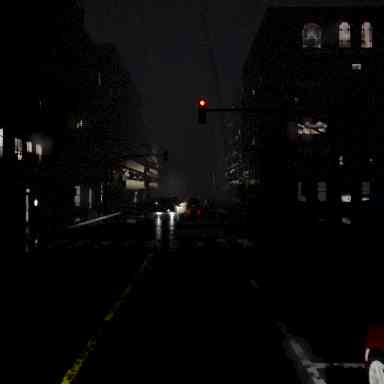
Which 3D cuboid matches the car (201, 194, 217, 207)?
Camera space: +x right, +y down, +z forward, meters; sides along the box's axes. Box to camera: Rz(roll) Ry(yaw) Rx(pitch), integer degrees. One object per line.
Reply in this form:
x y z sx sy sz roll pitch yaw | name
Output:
2.793 1.452 50.804 1.967 1.590 4.097 -1 0 0 | car

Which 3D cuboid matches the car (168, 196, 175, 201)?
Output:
-5.501 1.629 89.522 1.802 1.307 4.206 -1 0 0 | car

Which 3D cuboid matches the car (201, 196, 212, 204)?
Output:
2.830 1.575 67.387 2.008 1.369 4.403 -1 0 0 | car

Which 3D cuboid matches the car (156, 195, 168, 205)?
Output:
-5.564 1.460 61.883 1.967 1.590 4.097 -1 0 0 | car

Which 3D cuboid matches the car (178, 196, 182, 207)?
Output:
-2.958 1.539 53.230 1.812 1.442 4.674 0 0 -1 | car

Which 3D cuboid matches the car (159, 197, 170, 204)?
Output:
-5.551 1.606 67.411 1.802 1.307 4.206 -1 0 0 | car

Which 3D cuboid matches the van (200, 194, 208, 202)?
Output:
2.852 1.376 78.443 1.690 1.788 3.998 -1 0 0 | van

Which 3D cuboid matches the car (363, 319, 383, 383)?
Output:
2.687 1.544 1.804 1.887 1.381 4.507 0 0 0 | car

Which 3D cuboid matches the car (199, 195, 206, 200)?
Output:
2.890 1.598 95.027 1.887 1.381 4.507 -1 0 0 | car

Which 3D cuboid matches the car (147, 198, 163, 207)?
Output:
-5.586 1.578 50.827 1.947 1.339 4.313 0 0 0 | car

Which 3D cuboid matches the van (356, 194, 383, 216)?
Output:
15.701 1.035 27.347 3.998 1.788 1.690 -1 1 -1 | van

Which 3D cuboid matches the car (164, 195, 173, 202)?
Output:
-5.527 1.560 78.296 1.752 1.417 4.829 -1 0 0 | car

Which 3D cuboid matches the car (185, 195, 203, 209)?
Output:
0.201 1.534 45.568 1.812 1.442 4.674 0 0 0 | car

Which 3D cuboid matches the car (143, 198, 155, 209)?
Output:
-5.598 1.559 45.299 2.008 1.369 4.403 0 0 0 | car

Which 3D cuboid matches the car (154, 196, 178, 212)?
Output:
-3.009 1.530 39.304 1.812 1.442 4.674 0 0 0 | car
